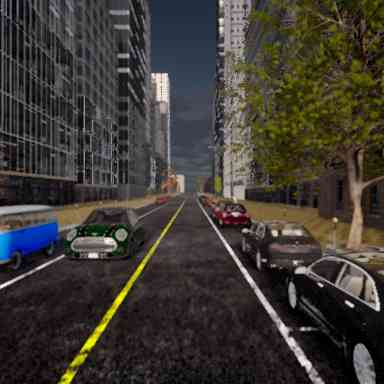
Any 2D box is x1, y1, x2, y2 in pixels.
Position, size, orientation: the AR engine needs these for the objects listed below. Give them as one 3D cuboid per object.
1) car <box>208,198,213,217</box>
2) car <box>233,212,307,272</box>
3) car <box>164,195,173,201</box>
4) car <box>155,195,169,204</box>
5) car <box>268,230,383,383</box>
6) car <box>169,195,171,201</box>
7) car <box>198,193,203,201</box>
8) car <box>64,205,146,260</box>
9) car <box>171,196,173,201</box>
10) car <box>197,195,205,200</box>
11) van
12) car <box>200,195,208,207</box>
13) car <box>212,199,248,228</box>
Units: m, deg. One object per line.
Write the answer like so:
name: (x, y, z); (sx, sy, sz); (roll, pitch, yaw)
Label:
car: (2.631, 1.426, 27.655); (1.967, 1.590, 4.097); (0, 0, 0)
car: (2.669, 1.550, 10.578); (2.008, 1.369, 4.403); (0, 0, 0)
car: (-5.874, 1.462, 84.569); (1.947, 1.339, 4.313); (0, 0, 0)
car: (-5.824, 1.488, 61.798); (1.887, 1.381, 4.507); (0, 0, 0)
car: (2.681, 1.551, 4.886); (2.008, 1.369, 4.403); (0, 0, 0)
car: (-5.836, 1.514, 67.492); (1.802, 1.307, 4.206); (0, 0, 0)
car: (2.544, 1.497, 67.502); (1.947, 1.339, 4.313); (0, 0, 0)
car: (-3.027, 1.350, 12.418); (2.097, 1.767, 4.553); (0, 0, 0)
car: (-5.861, 1.454, 78.876); (1.887, 1.381, 4.507); (0, 0, 0)
car: (2.495, 1.448, 90.271); (1.947, 1.339, 4.313); (0, 0, 0)
van: (-5.712, 1.341, 10.564); (1.690, 1.788, 3.998); (0, 0, 0)
car: (2.582, 1.506, 50.426); (1.887, 1.381, 4.507); (0, 0, 0)
car: (2.644, 1.431, 21.963); (1.967, 1.590, 4.097); (0, 0, 0)
